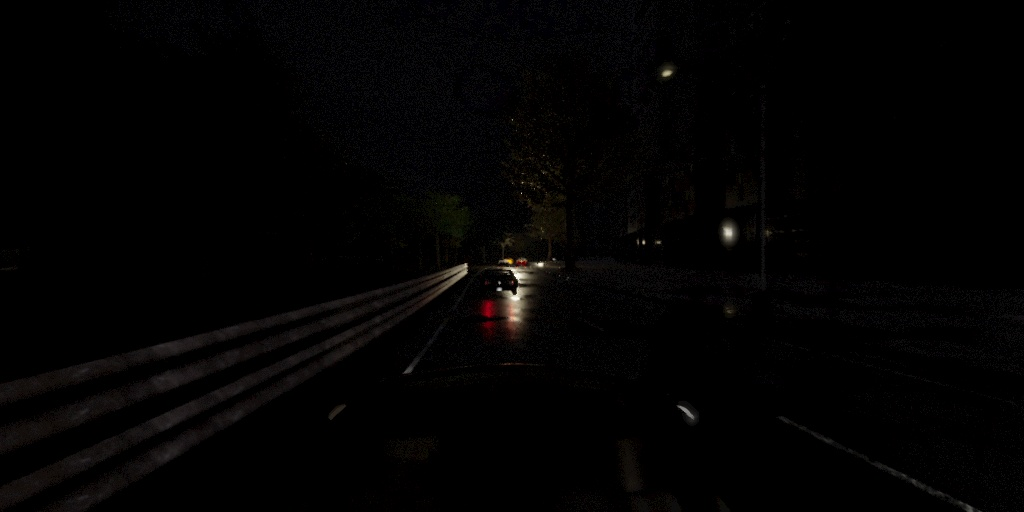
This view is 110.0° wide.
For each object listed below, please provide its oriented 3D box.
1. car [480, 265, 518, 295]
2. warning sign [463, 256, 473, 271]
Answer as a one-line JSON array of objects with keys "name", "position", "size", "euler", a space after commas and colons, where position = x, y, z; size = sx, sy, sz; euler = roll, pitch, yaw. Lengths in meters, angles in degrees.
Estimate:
[{"name": "car", "position": [-0.785, 1.362, 20.018], "size": [1.895, 1.301, 4.718], "euler": [0, 0, -4]}, {"name": "warning sign", "position": [-5.275, 0.884, 43.091], "size": [1.300, 1.860, 1.060], "euler": [0, 0, -1]}]
